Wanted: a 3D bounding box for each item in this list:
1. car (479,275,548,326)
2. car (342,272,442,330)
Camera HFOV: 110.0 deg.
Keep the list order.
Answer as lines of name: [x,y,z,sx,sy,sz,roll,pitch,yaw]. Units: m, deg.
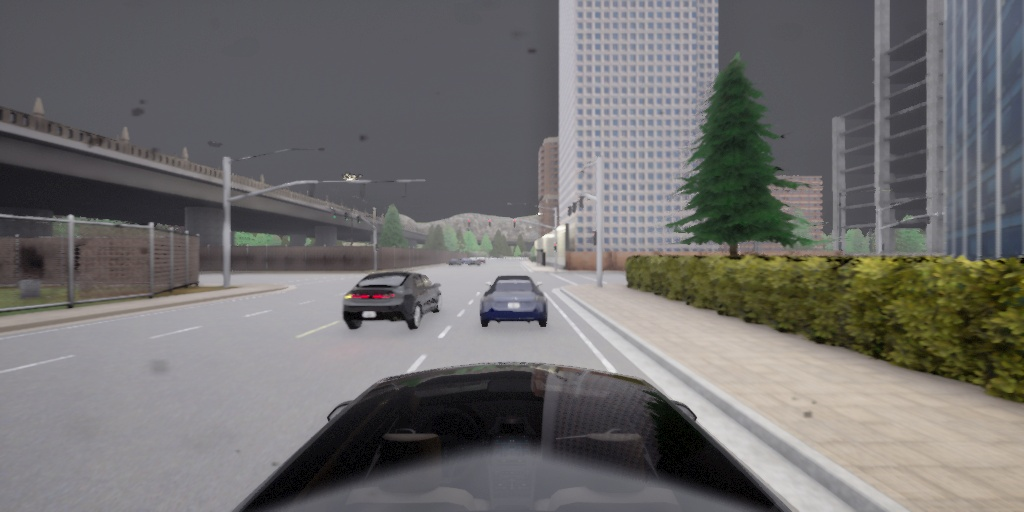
car: [0.063,1.297,11.635,1.994,1.385,4.181,0,0,0]
car: [-3.442,1.234,11.123,1.837,1.490,4.892,0,-1,0]
